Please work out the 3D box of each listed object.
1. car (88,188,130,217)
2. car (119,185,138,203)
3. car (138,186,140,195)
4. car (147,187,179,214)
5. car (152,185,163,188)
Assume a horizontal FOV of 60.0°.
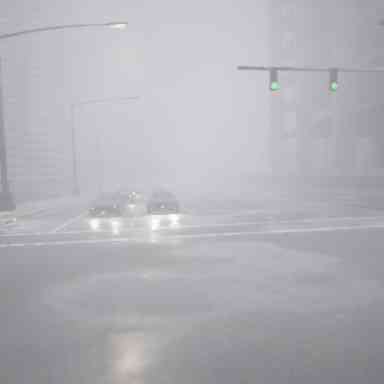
[{"bbox_3d":[-5.541,0.736,22.242,2.033,1.411,5.357,-2,3,-7],"label":"car"},{"bbox_3d":[-6.676,0.269,32.884,1.837,1.490,4.892,-2,2,-7],"label":"car"},{"bbox_3d":[-8.609,-0.335,49.152,2.033,1.411,5.357,-2,2,-6],"label":"car"},{"bbox_3d":[-2.024,0.639,22.316,1.994,1.385,4.181,-2,3,-7],"label":"car"},{"bbox_3d":[-4.707,-0.252,45.652,1.895,1.301,4.718,-2,2,-6],"label":"car"}]
